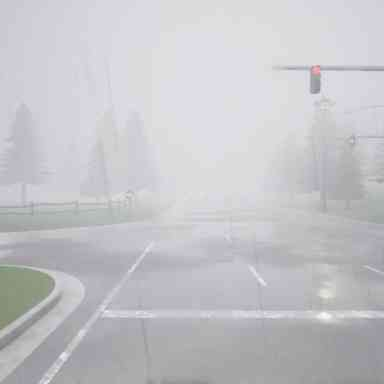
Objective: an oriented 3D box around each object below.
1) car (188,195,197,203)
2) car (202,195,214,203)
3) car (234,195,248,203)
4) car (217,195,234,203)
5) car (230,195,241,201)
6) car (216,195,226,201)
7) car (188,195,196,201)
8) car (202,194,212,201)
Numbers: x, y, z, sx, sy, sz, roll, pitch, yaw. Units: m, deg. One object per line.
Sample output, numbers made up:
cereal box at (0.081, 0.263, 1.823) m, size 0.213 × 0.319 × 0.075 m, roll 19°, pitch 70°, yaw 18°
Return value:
car at (0.052, 1.517, 70.344) m, size 2.128 × 1.511 × 4.902 m, roll 0°, pitch 0°, yaw 0°
car at (3.552, 1.469, 70.342) m, size 1.882 × 1.535 × 5.008 m, roll 0°, pitch 0°, yaw 0°
car at (10.552, 1.531, 70.336) m, size 2.033 × 1.411 × 5.357 m, roll 0°, pitch 0°, yaw 0°
car at (7.052, 1.517, 70.339) m, size 2.128 × 1.511 × 4.902 m, roll 0°, pitch 0°, yaw 0°
car at (10.560, 1.427, 80.786) m, size 1.895 × 1.301 × 4.718 m, roll 0°, pitch 0°, yaw 0°
car at (7.060, 1.427, 80.789) m, size 1.895 × 1.301 × 4.718 m, roll 0°, pitch 0°, yaw 0°
car at (0.060, 1.427, 80.794) m, size 1.895 × 1.301 × 4.718 m, roll 0°, pitch 0°, yaw 0°
car at (3.560, 1.357, 80.762) m, size 2.128 × 1.511 × 4.902 m, roll 0°, pitch 0°, yaw 0°
